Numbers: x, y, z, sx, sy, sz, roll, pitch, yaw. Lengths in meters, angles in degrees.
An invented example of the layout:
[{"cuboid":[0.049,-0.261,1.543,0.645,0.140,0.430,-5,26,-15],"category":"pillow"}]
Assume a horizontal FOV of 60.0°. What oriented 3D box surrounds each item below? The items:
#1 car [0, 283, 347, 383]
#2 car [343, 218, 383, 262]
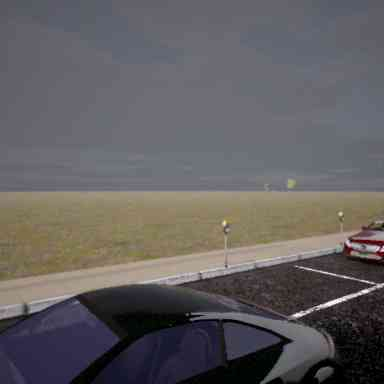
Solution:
[{"cuboid":[-0.638,1.557,2.614,4.181,1.385,1.994,0,0,-35],"category":"car"},{"cuboid":[6.638,1.501,10.795,4.206,1.307,1.802,0,1,-35],"category":"car"}]
